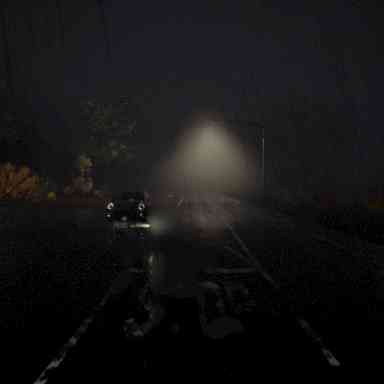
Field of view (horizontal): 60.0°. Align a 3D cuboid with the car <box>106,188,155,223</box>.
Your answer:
[{"bbox_3d":[-3.323,0.683,18.699,2.097,1.767,4.553,1,1,0],"label":"car"}]

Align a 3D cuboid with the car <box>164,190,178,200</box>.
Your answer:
[{"bbox_3d":[-3.157,0.366,50.093,1.812,1.442,4.674,0,1,0],"label":"car"}]
